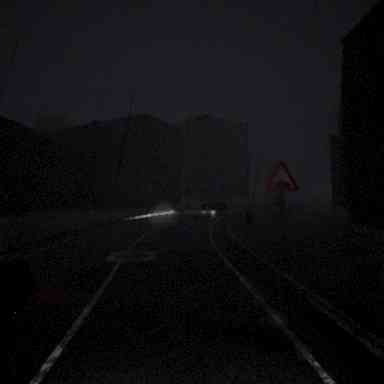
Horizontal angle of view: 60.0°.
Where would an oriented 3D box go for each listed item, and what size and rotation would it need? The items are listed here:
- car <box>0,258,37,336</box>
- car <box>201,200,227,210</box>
[{"bbox_3d":[-3.762,1.572,3.976,2.033,1.411,5.357,0,0,-2],"label":"car"},{"bbox_3d":[2.918,1.711,44.591,1.895,1.301,4.718,-3,-1,28],"label":"car"}]
